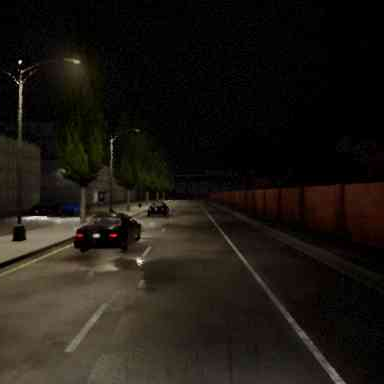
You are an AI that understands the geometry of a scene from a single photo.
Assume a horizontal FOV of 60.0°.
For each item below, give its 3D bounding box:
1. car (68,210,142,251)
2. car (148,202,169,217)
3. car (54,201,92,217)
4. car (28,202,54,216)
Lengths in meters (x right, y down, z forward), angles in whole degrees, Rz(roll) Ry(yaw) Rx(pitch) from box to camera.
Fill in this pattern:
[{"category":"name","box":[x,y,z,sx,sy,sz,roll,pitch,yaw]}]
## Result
[{"category":"car","box":[-3.403,1.620,14.340,2.033,1.411,5.357,0,0,0]},{"category":"car","box":[-3.407,1.720,34.083,2.033,1.411,5.357,0,0,0]},{"category":"car","box":[-11.585,1.646,33.302,1.882,1.535,5.008,0,0,0]},{"category":"car","box":[-15.082,1.738,34.264,1.994,1.385,4.181,0,0,0]}]
